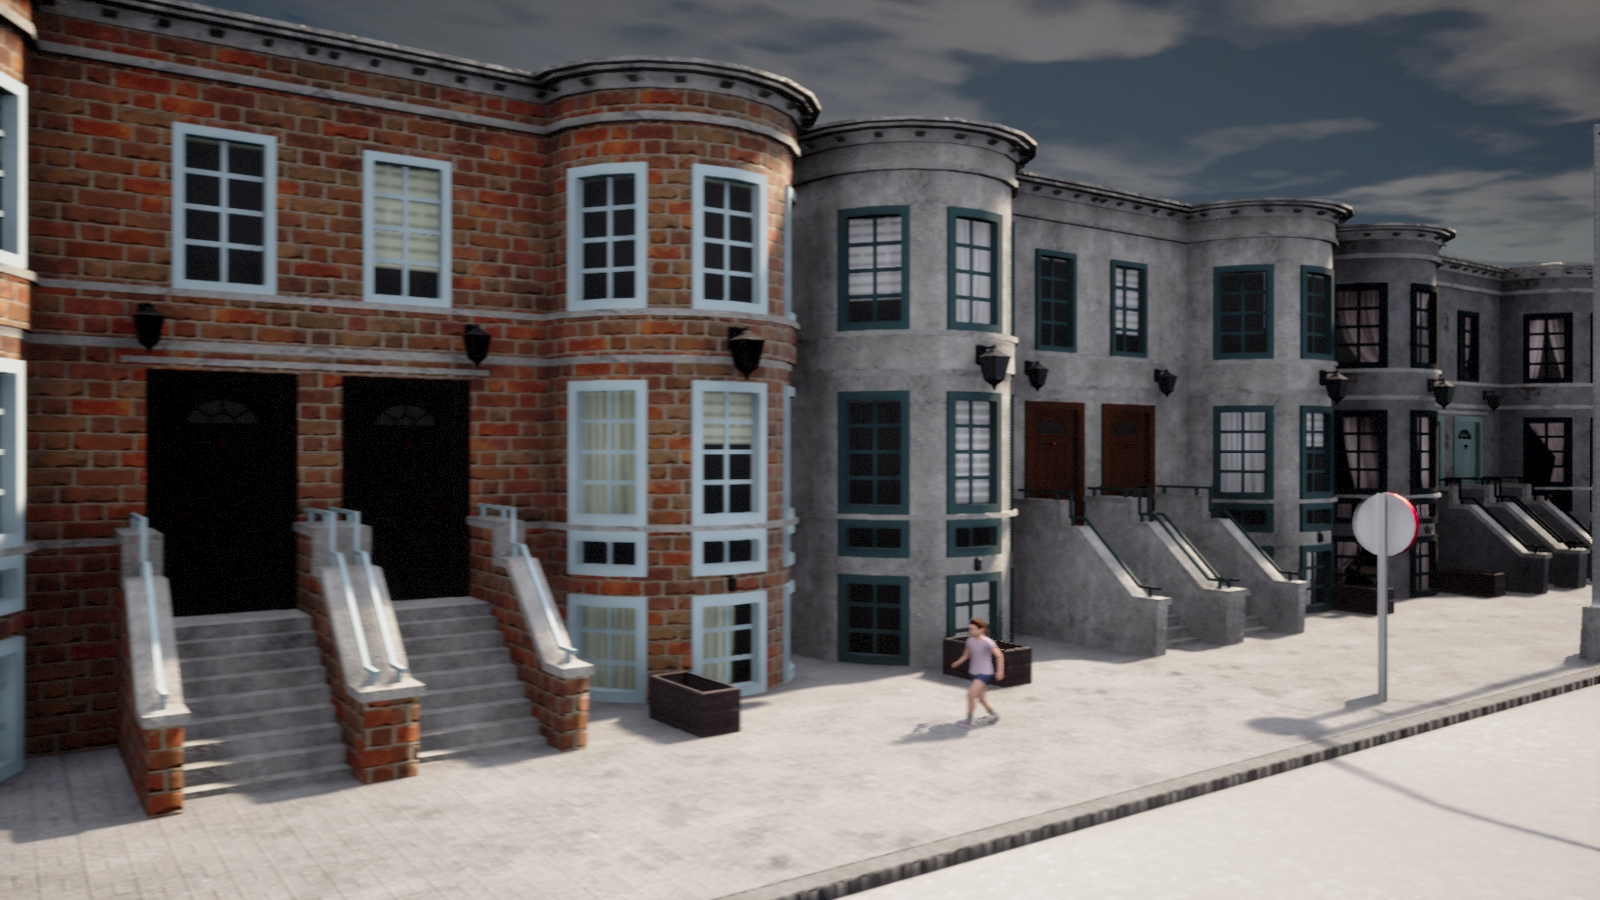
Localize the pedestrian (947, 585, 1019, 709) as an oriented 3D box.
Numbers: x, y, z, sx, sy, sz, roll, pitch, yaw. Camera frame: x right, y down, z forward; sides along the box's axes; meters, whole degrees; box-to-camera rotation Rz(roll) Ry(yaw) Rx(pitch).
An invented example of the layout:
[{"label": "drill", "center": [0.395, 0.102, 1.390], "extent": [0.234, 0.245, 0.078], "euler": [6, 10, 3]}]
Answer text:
[{"label": "pedestrian", "center": [1.785, 1.911, 11.179], "extent": [0.500, 1.100, 0.500], "euler": [0, 0, -27]}]
